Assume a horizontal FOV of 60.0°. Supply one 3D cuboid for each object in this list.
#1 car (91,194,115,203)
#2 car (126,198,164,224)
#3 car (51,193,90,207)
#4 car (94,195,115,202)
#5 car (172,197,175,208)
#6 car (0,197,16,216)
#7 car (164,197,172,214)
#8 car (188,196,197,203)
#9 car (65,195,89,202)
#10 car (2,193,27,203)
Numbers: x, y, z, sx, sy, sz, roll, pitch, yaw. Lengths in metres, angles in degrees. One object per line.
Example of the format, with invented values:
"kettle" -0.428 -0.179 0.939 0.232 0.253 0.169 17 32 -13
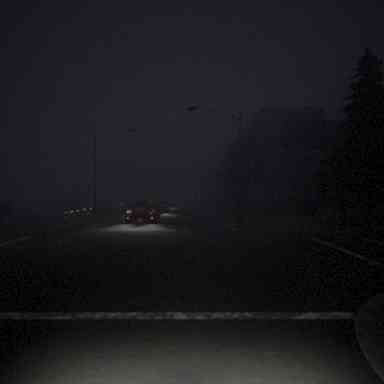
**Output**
"car" -17.632 1.187 62.277 5.027 1.636 2.152 0 0 0
"car" -3.584 1.359 24.993 2.097 1.767 4.553 0 0 0
"car" -17.226 1.126 46.576 4.605 1.855 1.932 0 0 0
"car" -17.953 1.267 68.694 3.806 1.475 1.970 0 0 0
"car" -3.548 1.492 50.019 1.882 1.535 5.008 0 0 0
"car" -17.372 1.397 27.993 3.633 1.501 1.845 0 0 0
"car" -3.572 1.536 36.383 1.812 1.442 4.674 0 0 0
"car" 0.141 1.511 68.936 2.128 1.511 4.902 0 0 0
"car" -25.001 1.334 72.360 4.514 1.523 2.007 0 0 0
"car" -35.015 1.131 65.423 4.605 1.855 1.932 0 0 0
